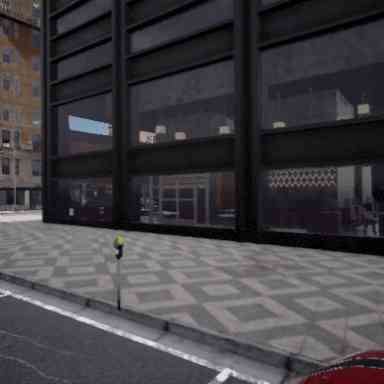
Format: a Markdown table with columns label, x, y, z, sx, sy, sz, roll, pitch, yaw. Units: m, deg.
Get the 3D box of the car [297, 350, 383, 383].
| label | x | y | z | sx | sy | sz | roll | pitch | yaw |
| --- | --- | --- | --- | --- | --- | --- | --- | --- | --- |
| car | 2.222 | 1.441 | 1.272 | 4.097 | 1.590 | 1.967 | 0 | -1 | 36 |
